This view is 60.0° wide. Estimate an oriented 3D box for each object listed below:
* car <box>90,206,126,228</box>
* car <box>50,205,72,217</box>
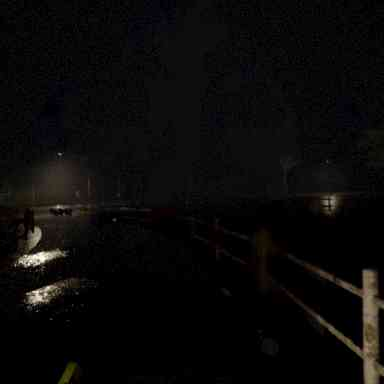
[{"bbox_3d":[-6.397,1.774,24.946,1.882,1.535,5.008,-1,0,-26],"label":"car"},{"bbox_3d":[-15.718,2.224,39.733,1.895,1.301,4.718,-1,0,-31],"label":"car"}]
